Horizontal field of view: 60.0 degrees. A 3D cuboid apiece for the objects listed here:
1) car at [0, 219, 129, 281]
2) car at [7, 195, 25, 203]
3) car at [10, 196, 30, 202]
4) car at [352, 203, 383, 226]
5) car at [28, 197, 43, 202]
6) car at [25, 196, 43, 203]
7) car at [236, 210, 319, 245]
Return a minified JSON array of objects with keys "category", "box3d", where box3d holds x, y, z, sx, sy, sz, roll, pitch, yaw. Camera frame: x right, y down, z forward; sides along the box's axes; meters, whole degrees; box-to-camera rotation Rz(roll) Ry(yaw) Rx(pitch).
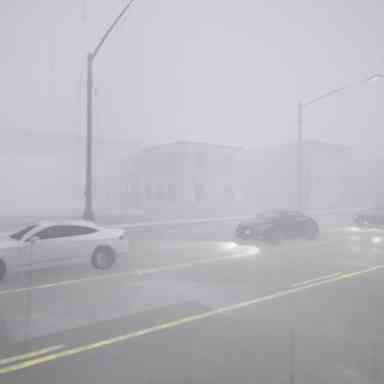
[{"category":"car","box3d":[-4.125,1.541,9.650,4.674,1.442,1.812,0,0,-35]},{"category":"car","box3d":[-41.249,1.859,79.855,4.974,1.542,2.038,0,0,25]},{"category":"car","box3d":[-41.295,1.702,79.877,4.536,1.218,1.853,0,0,25]},{"category":"car","box3d":[12.613,1.418,21.576,5.357,1.411,2.033,-1,0,-36]},{"category":"car","box3d":[-37.523,1.725,79.981,1.853,1.218,4.536,0,0,-5]},{"category":"car","box3d":[-37.519,1.882,79.928,2.038,1.542,4.974,0,0,-5]},{"category":"car","box3d":[4.024,1.526,15.460,4.181,1.385,1.994,-1,0,-36]}]
